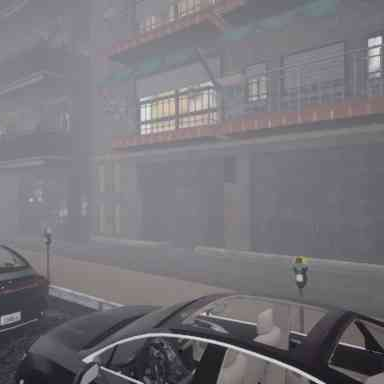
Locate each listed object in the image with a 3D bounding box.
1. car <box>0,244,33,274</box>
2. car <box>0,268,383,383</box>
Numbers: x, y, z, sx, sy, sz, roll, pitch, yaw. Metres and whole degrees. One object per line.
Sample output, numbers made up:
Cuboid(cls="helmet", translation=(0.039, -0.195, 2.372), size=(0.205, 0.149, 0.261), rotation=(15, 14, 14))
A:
Cuboid(cls="car", translation=(-4.328, 1.552, 5.971), size=(4.403, 1.369, 2.008), rotation=(0, -1, 35))
Cuboid(cls="car", translation=(0.290, 1.551, 2.679), size=(4.403, 1.369, 2.008), rotation=(0, -1, 35))
